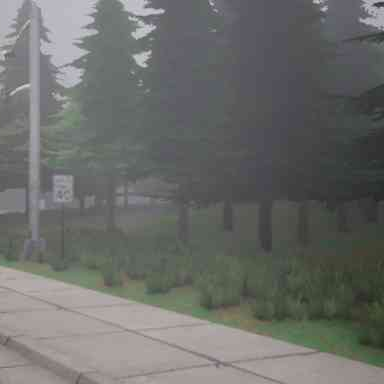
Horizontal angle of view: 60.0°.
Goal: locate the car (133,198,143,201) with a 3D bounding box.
[{"bbox_3d":[-7.454,1.532,52.096,4.674,1.442,1.812,0,0,-43],"label":"car"}]
